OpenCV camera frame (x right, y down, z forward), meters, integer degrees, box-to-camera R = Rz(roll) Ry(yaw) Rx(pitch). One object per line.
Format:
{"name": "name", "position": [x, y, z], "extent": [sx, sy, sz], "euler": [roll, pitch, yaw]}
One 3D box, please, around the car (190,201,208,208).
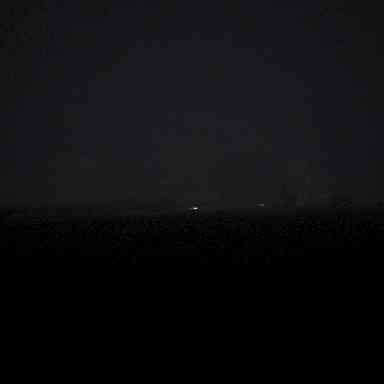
{"name": "car", "position": [1.483, 2.518, 67.868], "extent": [1.994, 1.385, 4.181], "euler": [0, 0, 36]}

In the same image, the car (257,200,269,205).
{"name": "car", "position": [19.968, 2.877, 93.410], "extent": [1.994, 1.385, 4.181], "euler": [0, -1, 36]}
